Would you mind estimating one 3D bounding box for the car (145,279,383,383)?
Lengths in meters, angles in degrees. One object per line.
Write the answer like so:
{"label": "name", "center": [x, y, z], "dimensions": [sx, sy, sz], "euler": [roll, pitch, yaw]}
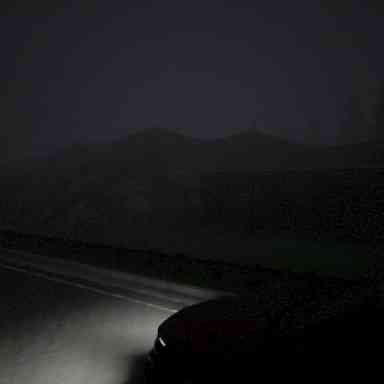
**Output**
{"label": "car", "center": [1.708, 1.527, 2.782], "dimensions": [4.674, 1.442, 1.812], "euler": [0, 0, 35]}
